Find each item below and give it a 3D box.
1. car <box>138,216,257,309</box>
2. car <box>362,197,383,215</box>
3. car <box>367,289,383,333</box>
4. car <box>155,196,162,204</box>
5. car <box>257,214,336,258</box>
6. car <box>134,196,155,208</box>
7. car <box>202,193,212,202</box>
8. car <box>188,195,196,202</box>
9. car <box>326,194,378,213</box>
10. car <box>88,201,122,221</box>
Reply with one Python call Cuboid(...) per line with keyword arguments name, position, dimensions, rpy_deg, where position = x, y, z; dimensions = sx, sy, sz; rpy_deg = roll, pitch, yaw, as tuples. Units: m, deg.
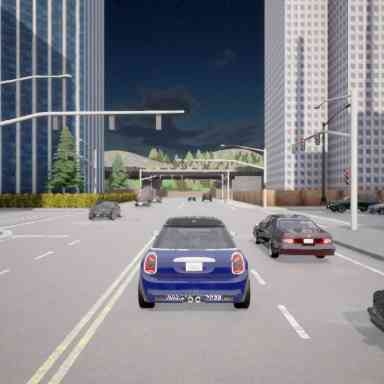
Cuboid(name="car", position=(0.055, 1.352, 8.059), dimensions=(2.097, 1.767, 4.553), rpy_deg=(0, 0, 0))
Cuboid(name="car", position=(20.003, 1.526, 33.134), dimensions=(4.674, 1.442, 1.812), rpy_deg=(0, 0, 0))
Cuboid(name="car", position=(3.600, 1.547, 2.620), dimensions=(2.033, 1.411, 5.357), rpy_deg=(0, 0, 0))
Cuboid(name="car", position=(-7.068, 1.493, 65.627), dimensions=(2.128, 1.511, 4.902), rpy_deg=(0, 0, 0))
Cuboid(name="car", position=(3.604, 1.547, 12.688), dimensions=(2.033, 1.411, 5.357), rpy_deg=(0, 0, 1))
Cuboid(name="car", position=(-7.124, 1.491, 48.282), dimensions=(2.128, 1.511, 4.902), rpy_deg=(0, 0, 0))
Cuboid(name="car", position=(3.460, 1.203, 77.780), dimensions=(2.150, 2.045, 5.566), rpy_deg=(0, 0, 0))
Cuboid(name="car", position=(-0.040, 1.501, 77.749), dimensions=(1.812, 1.442, 4.674), rpy_deg=(0, 0, 0))
Cuboid(name="car", position=(17.825, 1.221, 36.667), dimensions=(5.566, 2.045, 2.150), rpy_deg=(0, 0, 0))
Cuboid(name="car", position=(-7.115, 1.505, 27.567), dimensions=(1.837, 1.490, 4.892), rpy_deg=(0, 0, 0))
